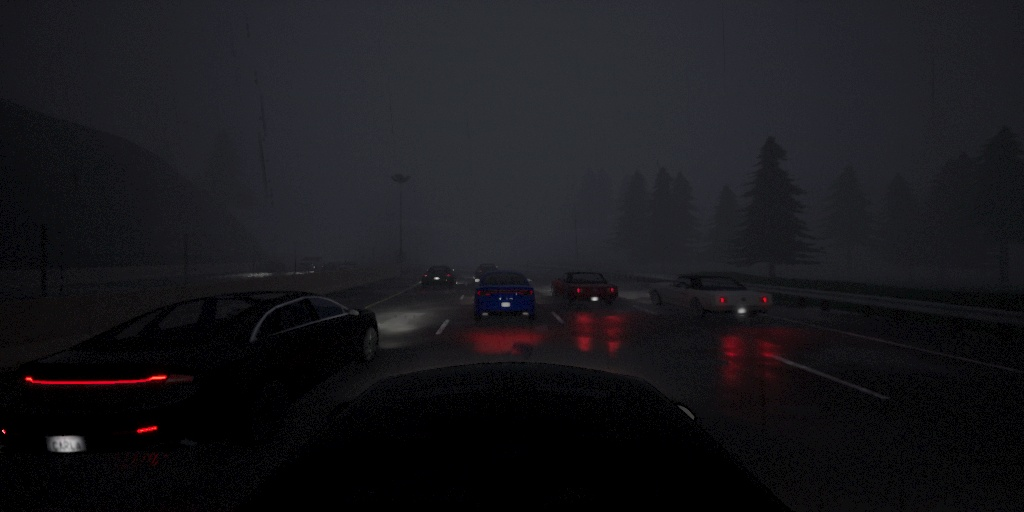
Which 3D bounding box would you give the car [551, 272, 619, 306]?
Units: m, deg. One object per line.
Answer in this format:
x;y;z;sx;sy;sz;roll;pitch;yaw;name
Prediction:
2.999;1.346;15.887;1.895;1.301;4.718;0;0;-4;car

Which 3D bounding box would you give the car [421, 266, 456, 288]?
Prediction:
-4.772;1.325;23.746;1.994;1.385;4.181;0;0;-6;car

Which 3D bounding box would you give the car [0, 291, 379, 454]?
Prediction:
-3.524;1.249;5.219;2.128;1.511;4.902;0;0;-1;car

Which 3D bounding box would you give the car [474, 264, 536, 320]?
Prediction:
-0.311;1.229;12.673;1.882;1.535;5.008;0;0;-3;car

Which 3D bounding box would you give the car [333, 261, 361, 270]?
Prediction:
-18.224;1.315;40.306;1.812;1.442;4.674;0;0;-12;car

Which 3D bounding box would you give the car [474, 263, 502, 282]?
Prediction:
-2.118;1.320;30.482;1.994;1.385;4.181;0;0;-8;car

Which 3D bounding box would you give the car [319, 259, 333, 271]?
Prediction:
-23.308;1.401;46.960;1.895;1.301;4.718;0;0;-14;car

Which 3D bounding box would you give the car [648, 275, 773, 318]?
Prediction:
6.700;1.338;12.858;1.895;1.301;4.718;0;0;-3;car

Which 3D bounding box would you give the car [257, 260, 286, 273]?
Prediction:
-30.002;1.305;44.807;2.128;1.511;4.902;0;0;-14;car

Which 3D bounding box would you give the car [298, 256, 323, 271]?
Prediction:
-27.530;1.028;49.365;2.150;2.045;5.566;0;0;-15;car
